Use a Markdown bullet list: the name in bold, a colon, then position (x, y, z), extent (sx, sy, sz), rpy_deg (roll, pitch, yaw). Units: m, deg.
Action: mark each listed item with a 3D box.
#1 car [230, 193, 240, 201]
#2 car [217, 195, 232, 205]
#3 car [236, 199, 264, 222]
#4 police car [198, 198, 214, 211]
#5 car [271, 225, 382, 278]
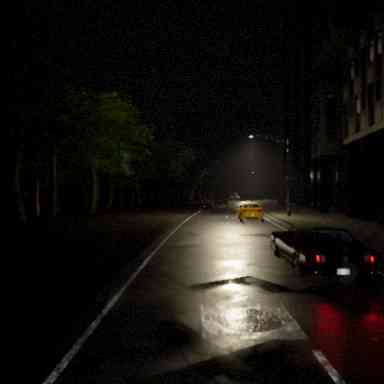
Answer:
- **car**: position (10.788, 1.298, 84.616), extent (2.150, 2.045, 5.566), rpy_deg (0, 0, 15)
- **car**: position (5.907, 1.736, 62.942), extent (1.837, 1.490, 4.892), rpy_deg (0, 0, 11)
- **car**: position (4.917, 1.652, 28.323), extent (1.882, 1.535, 5.008), rpy_deg (0, 0, 5)
- **police car**: position (1.940, 1.649, 45.480), extent (1.930, 1.638, 5.238), rpy_deg (0, 0, 8)
- **car**: position (3.820, 1.694, 10.437), extent (1.895, 1.301, 4.718), rpy_deg (0, 0, 2)
